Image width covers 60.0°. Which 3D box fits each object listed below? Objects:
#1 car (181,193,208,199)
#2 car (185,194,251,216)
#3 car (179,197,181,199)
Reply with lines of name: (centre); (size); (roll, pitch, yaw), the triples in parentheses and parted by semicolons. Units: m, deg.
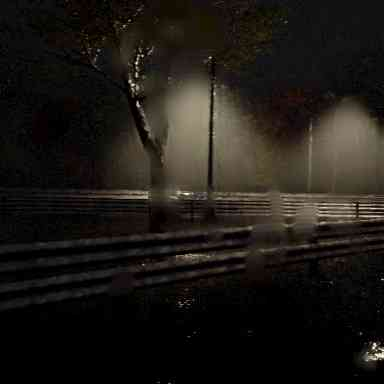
car: (1.659, 0.895, 29.086); (4.674, 1.442, 1.812); (1, 2, -7)
car: (2.097, 1.081, 25.620); (4.718, 1.301, 1.895); (1, 2, -7)
car: (1.237, 0.804, 32.561); (5.357, 1.411, 2.033); (1, 2, -7)
